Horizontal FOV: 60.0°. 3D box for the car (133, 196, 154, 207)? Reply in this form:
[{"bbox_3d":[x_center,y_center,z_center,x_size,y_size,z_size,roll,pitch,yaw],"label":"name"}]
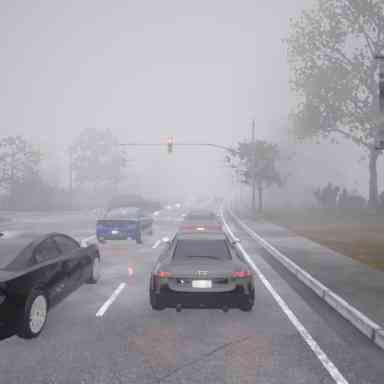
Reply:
[{"bbox_3d":[-7.675,1.491,52.619,2.128,1.511,4.902,0,0,6],"label":"car"}]

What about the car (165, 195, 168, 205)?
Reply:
[{"bbox_3d":[-4.966,1.491,44.517,2.128,1.511,4.902,0,0,5],"label":"car"}]

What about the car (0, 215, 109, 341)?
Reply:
[{"bbox_3d":[-3.304,1.478,6.615,1.882,1.535,5.008,0,0,1],"label":"car"}]

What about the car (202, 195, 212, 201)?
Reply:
[{"bbox_3d":[3.896,1.500,84.250,1.837,1.490,4.892,0,0,10],"label":"car"}]

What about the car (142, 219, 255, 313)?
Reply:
[{"bbox_3d":[0.215,1.564,7.778,1.994,1.385,4.181,0,0,1],"label":"car"}]

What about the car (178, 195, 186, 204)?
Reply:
[{"bbox_3d":[-2.914,1.601,62.896,1.895,1.301,4.718,0,0,8],"label":"car"}]

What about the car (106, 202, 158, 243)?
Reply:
[{"bbox_3d":[-3.070,1.478,16.014,1.882,1.535,5.008,0,0,2],"label":"car"}]

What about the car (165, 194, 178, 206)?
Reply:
[{"bbox_3d":[-4.034,1.505,53.771,1.837,1.490,4.892,0,0,7],"label":"car"}]

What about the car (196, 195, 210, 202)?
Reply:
[{"bbox_3d":[2.101,1.524,73.222,2.128,1.511,4.902,0,0,9],"label":"car"}]

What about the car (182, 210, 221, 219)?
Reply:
[{"bbox_3d":[0.438,1.564,16.179,1.994,1.385,4.181,0,0,2],"label":"car"}]

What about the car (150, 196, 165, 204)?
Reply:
[{"bbox_3d":[-6.486,1.564,62.559,1.994,1.385,4.181,0,0,7],"label":"car"}]

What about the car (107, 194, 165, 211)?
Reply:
[{"bbox_3d":[-5.942,1.223,33.950,5.566,2.045,2.150,0,1,-15],"label":"car"}]

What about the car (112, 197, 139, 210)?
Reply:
[{"bbox_3d":[-8.578,1.491,43.436,2.128,1.511,4.902,0,0,5],"label":"car"}]

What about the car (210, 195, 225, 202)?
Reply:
[{"bbox_3d":[5.802,1.472,74.258,1.882,1.535,5.008,0,0,9],"label":"car"}]

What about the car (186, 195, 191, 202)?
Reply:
[{"bbox_3d":[-1.465,1.355,73.058,2.097,1.767,4.553,0,0,8],"label":"car"}]
